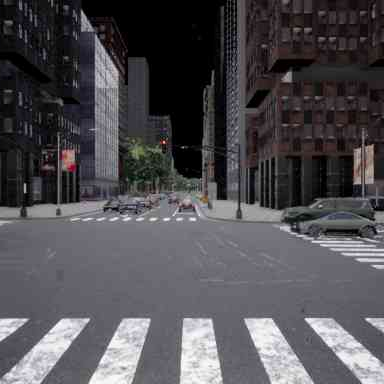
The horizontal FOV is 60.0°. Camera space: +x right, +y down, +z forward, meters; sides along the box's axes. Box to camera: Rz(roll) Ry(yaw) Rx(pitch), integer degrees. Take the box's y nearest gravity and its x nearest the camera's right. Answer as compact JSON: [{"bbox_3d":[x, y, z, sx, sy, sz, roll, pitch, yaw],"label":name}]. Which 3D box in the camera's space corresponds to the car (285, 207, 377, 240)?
[{"bbox_3d":[7.482,1.700,17.716,4.181,1.385,1.994,1,0,0],"label":"car"}]

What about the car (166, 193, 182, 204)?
[{"bbox_3d":[-3.489,1.438,65.597,2.097,1.767,4.553,0,0,0],"label":"car"}]

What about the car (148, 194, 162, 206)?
[{"bbox_3d":[-6.518,1.563,55.638,1.837,1.490,4.892,0,0,0],"label":"car"}]

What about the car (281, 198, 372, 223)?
[{"bbox_3d":[8.605,1.372,21.159,5.566,2.045,2.150,1,0,2],"label":"car"}]

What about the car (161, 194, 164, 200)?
[{"bbox_3d":[-9.382,1.469,87.846,2.192,1.841,5.009,0,0,0],"label":"car"}]

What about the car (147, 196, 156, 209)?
[{"bbox_3d":[-6.480,1.597,45.445,1.994,1.385,4.181,0,0,-1],"label":"car"}]

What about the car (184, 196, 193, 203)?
[{"bbox_3d":[-0.764,1.629,71.777,1.752,1.417,4.829,0,0,0],"label":"car"}]

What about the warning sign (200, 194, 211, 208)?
[{"bbox_3d":[1.713,1.142,42.742,1.300,1.860,1.060,0,0,0],"label":"warning sign"}]

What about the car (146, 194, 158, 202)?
[{"bbox_3d":[-9.320,1.434,76.994,2.192,1.841,5.009,0,0,0],"label":"car"}]

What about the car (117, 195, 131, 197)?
[{"bbox_3d":[-9.134,1.345,44.438,2.192,1.841,5.009,0,0,0],"label":"car"}]

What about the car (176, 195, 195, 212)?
[{"bbox_3d":[-0.578,1.457,39.058,1.967,1.590,4.097,0,0,0],"label":"car"}]

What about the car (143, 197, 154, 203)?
[{"bbox_3d":[-9.288,1.685,71.567,1.802,1.307,4.206,0,0,0],"label":"car"}]

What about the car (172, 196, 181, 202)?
[{"bbox_3d":[-3.545,1.600,75.635,1.812,1.442,4.674,0,0,0],"label":"car"}]

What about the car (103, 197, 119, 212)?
[{"bbox_3d":[-9.102,1.583,39.012,1.947,1.339,4.313,0,0,0],"label":"car"}]

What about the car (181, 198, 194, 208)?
[{"bbox_3d":[-0.639,1.626,49.907,1.802,1.307,4.206,0,0,0],"label":"car"}]

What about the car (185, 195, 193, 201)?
[{"bbox_3d":[-0.856,1.594,87.882,1.967,1.590,4.097,0,0,0],"label":"car"}]

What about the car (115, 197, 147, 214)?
[{"bbox_3d":[-6.426,1.556,35.490,2.033,1.411,5.357,0,0,-1],"label":"car"}]

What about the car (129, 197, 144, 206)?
[{"bbox_3d":[-9.194,1.583,55.120,1.752,1.417,4.829,0,0,0],"label":"car"}]

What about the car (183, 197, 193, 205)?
[{"bbox_3d":[-0.701,1.617,60.757,1.887,1.381,4.507,0,0,0],"label":"car"}]
